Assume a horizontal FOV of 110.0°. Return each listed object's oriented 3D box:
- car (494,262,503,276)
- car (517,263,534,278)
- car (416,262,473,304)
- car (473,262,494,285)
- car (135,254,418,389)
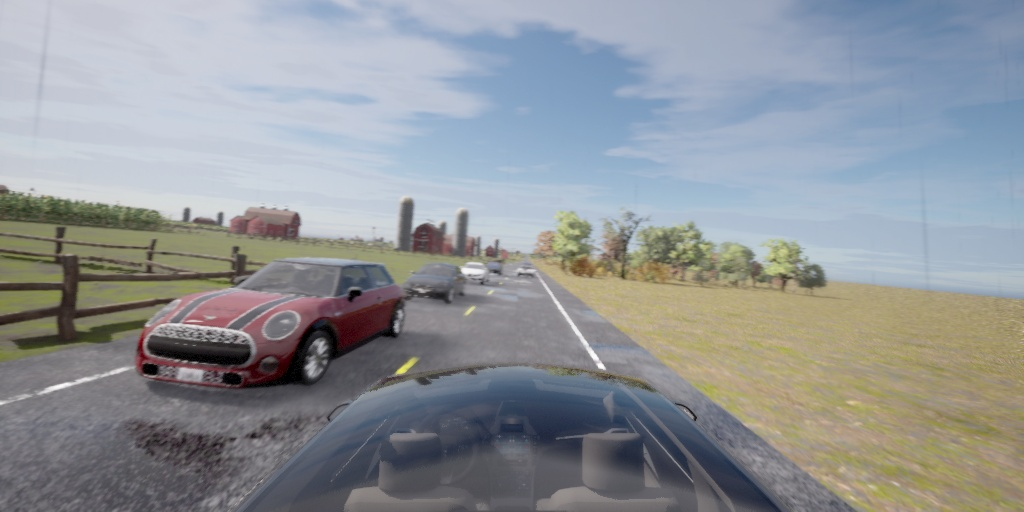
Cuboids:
[{"bbox_3d":[-2.038,1.380,40.409,2.033,1.411,5.357,5,0,3],"label":"car"},{"bbox_3d":[1.597,1.760,41.418,1.895,1.301,4.718,5,0,3],"label":"car"},{"bbox_3d":[-3.163,1.068,15.546,1.837,1.490,4.892,5,0,3],"label":"car"},{"bbox_3d":[-2.721,1.200,26.086,1.812,1.442,4.674,5,0,3],"label":"car"},{"bbox_3d":[-3.567,0.819,6.420,2.097,1.767,4.553,5,0,3],"label":"car"}]
